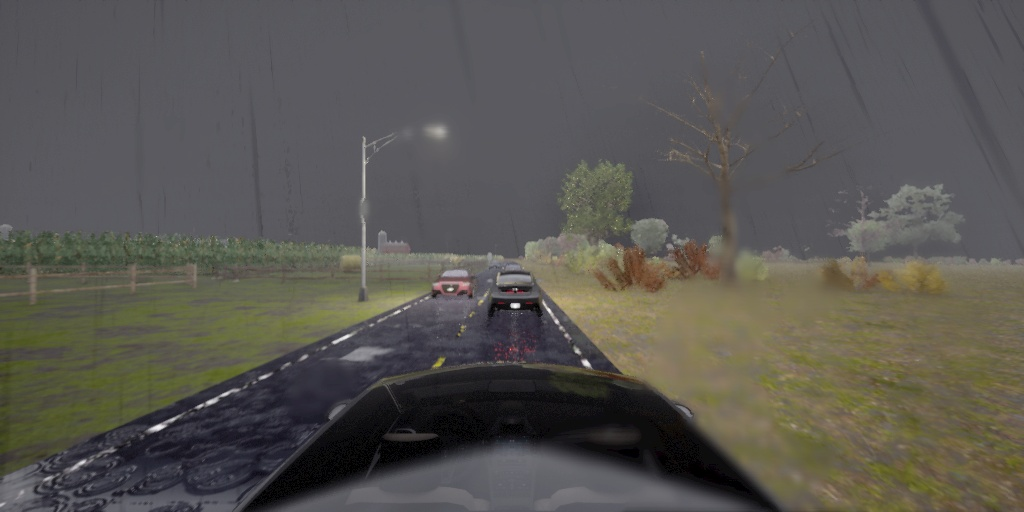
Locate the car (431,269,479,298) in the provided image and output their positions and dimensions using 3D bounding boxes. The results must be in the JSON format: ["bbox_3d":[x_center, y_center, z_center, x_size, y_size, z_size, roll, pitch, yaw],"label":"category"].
[{"bbox_3d":[-2.842,1.353,18.517,1.994,1.385,4.181,0,0,0],"label":"car"}]

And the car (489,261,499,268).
[{"bbox_3d":[-2.776,1.501,59.955,1.994,1.385,4.181,0,0,0],"label":"car"}]

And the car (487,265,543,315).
[{"bbox_3d":[0.106,1.283,13.594,1.837,1.490,4.892,0,0,0],"label":"car"}]

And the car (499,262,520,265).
[{"bbox_3d":[0.114,1.379,32.981,2.033,1.411,5.357,0,0,0],"label":"car"}]
